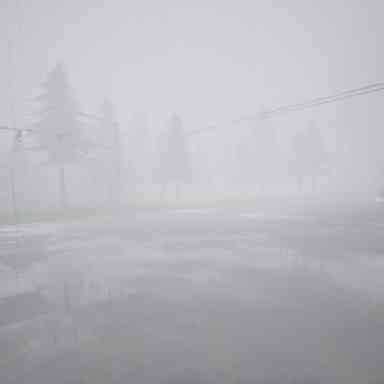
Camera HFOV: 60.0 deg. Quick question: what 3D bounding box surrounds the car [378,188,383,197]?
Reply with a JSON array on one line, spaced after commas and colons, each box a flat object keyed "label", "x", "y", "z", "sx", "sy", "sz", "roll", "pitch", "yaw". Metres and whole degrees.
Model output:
[{"label": "car", "x": 28.471, "y": -0.058, "z": 47.684, "sx": 5.008, "sy": 1.535, "sz": 1.882, "roll": -2, "pitch": -1, "yaw": -38}]
